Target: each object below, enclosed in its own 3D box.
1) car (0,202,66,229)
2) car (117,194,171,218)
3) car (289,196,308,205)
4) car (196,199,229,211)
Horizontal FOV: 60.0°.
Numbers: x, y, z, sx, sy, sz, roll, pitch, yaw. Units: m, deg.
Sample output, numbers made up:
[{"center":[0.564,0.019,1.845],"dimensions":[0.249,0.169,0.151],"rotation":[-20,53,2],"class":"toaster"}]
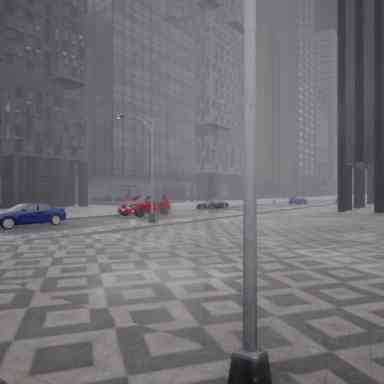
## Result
[{"center":[-10.745,1.458,21.743],"dimensions":[1.882,1.535,5.008],"rotation":[0,0,36],"class":"car"},{"center":[-4.247,1.189,30.627],"dimensions":[2.150,2.045,5.566],"rotation":[0,0,36],"class":"car"},{"center":[17.618,1.401,55.102],"dimensions":[1.882,1.535,5.008],"rotation":[0,0,36],"class":"car"},{"center":[2.463,1.552,39.786],"dimensions":[1.895,1.301,4.718],"rotation":[0,0,36],"class":"car"}]
